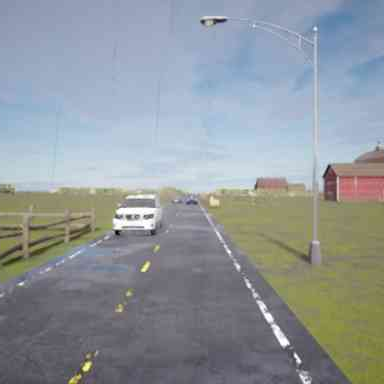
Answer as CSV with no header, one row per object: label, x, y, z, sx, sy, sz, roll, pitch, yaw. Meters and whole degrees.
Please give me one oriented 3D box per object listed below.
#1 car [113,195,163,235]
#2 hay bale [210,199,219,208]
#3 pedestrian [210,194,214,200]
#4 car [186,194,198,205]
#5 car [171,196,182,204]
car,-2.852,1.181,18.741,2.150,2.045,5.566,0,0,0
hay bale,3.107,1.553,45.866,1.220,1.180,1.240,-1,-1,0
pedestrian,2.817,1.201,46.972,0.375,1.860,0.375,1,-1,2
car,-0.009,1.479,54.983,1.895,1.301,4.718,0,0,0
car,-2.797,1.390,60.861,1.812,1.442,4.674,0,0,1
